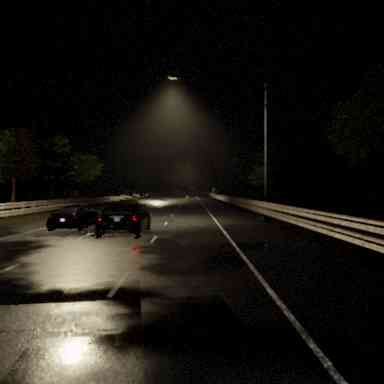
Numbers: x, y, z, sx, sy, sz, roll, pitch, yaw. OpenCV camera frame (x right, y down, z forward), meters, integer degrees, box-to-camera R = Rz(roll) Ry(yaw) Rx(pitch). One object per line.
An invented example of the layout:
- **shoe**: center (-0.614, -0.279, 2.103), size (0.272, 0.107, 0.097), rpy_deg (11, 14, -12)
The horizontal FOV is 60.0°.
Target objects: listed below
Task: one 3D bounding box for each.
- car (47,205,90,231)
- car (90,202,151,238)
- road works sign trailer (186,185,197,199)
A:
- **car**: center (-6.905, 1.465, 19.731), size (1.994, 1.385, 4.181), rpy_deg (0, 0, 0)
- **car**: center (-3.405, 1.265, 17.184), size (2.097, 1.767, 4.553), rpy_deg (0, 0, 0)
- **road works sign trailer**: center (-0.022, 0.004, 83.546), size (2.380, 3.560, 2.880), rpy_deg (0, 0, 0)
